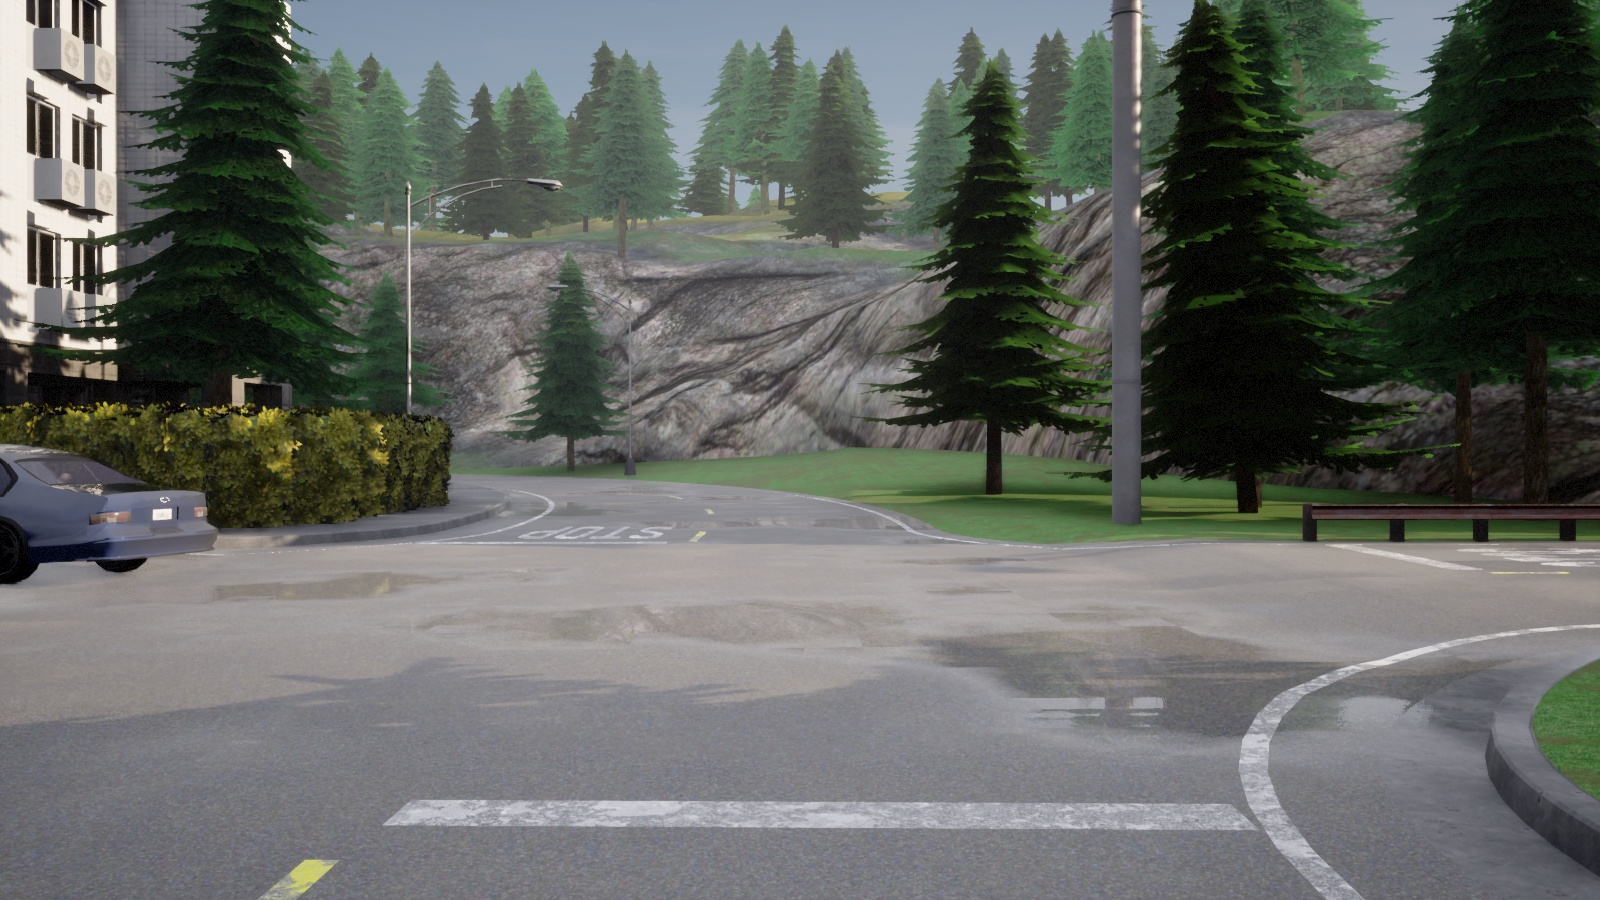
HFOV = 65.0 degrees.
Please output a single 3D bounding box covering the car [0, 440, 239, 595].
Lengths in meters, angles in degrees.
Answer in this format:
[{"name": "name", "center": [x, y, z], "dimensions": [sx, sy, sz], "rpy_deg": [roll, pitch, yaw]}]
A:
[{"name": "car", "center": [-9.259, 0.604, 13.918], "dimensions": [5.357, 1.411, 2.033], "rpy_deg": [3, 0, 13]}]
